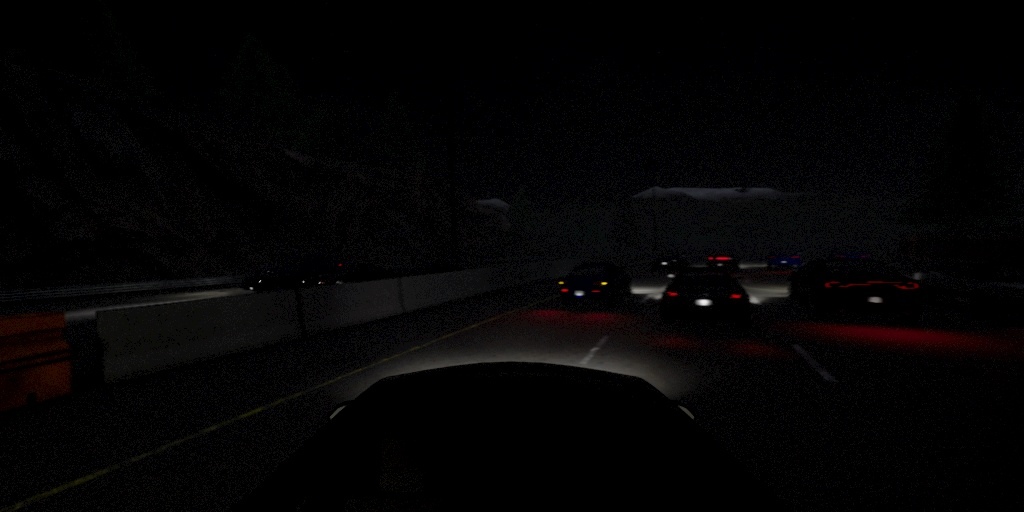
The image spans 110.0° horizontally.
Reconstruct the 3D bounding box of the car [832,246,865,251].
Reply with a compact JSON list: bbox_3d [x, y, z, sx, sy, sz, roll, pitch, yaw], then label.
[{"bbox_3d":[23.192,0.083,24.830,1.882,1.535,5.008,-1,1,37],"label":"car"}]

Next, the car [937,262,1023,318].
[{"bbox_3d":[13.065,0.808,9.628,1.895,1.301,4.718,-1,1,29],"label":"car"}]

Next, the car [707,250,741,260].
[{"bbox_3d":[15.242,0.309,25.859,2.128,1.511,4.902,-1,1,36],"label":"car"}]

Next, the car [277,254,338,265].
[{"bbox_3d":[-14.660,0.937,24.906,2.150,2.045,5.566,-1,1,30],"label":"car"}]

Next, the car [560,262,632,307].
[{"bbox_3d":[3.238,0.943,13.517,1.812,1.442,4.674,-1,1,28],"label":"car"}]

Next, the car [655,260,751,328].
[{"bbox_3d":[5.394,0.987,10.101,1.994,1.385,4.181,-1,1,28],"label":"car"}]

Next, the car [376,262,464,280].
[{"bbox_3d":[-4.879,1.056,20.910,2.033,1.411,5.357,-1,1,30],"label":"car"}]

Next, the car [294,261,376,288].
[{"bbox_3d":[-9.065,1.185,20.612,2.033,1.411,5.357,-1,1,29],"label":"car"}]

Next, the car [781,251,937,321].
[{"bbox_3d":[9.517,0.773,10.403,1.882,1.535,5.008,-1,1,29],"label":"car"}]

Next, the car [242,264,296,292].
[{"bbox_3d":[-12.813,1.340,21.030,1.895,1.301,4.718,-1,1,29],"label":"car"}]

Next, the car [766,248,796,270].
[{"bbox_3d":[19.681,0.162,26.006,1.882,1.535,5.008,-1,1,37],"label":"car"}]

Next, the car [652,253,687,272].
[{"bbox_3d":[12.193,0.437,27.589,1.994,1.385,4.181,-1,1,36],"label":"car"}]
